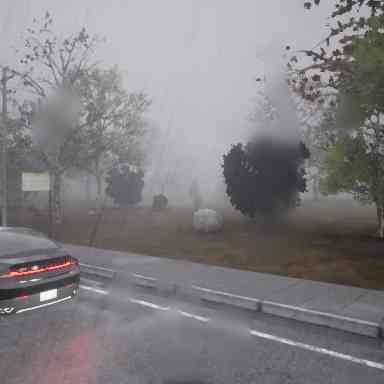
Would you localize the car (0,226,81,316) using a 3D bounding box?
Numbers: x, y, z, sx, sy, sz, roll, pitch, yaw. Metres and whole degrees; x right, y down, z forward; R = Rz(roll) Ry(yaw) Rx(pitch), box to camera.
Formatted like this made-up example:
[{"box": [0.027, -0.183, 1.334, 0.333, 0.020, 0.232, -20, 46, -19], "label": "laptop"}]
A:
[{"box": [-4.375, 1.505, 7.111, 4.892, 1.490, 1.837, 0, 0, 37], "label": "car"}]
